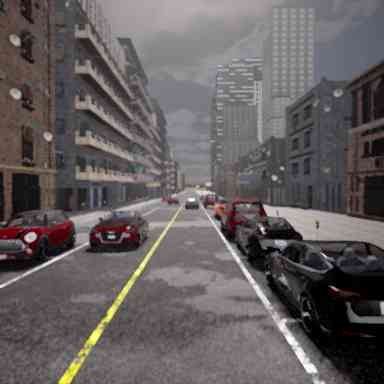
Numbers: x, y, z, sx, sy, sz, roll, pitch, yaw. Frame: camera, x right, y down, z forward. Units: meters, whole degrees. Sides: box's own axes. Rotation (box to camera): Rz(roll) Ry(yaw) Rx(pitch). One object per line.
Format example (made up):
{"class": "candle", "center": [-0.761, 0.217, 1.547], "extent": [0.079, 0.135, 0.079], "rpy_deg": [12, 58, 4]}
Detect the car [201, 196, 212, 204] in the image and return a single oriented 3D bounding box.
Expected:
{"class": "car", "center": [2.676, 1.396, 62.239], "extent": [2.008, 1.369, 4.403], "rpy_deg": [-1, 0, 0]}

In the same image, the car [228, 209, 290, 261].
{"class": "car", "center": [2.643, 1.539, 12.022], "extent": [1.947, 1.339, 4.313], "rpy_deg": [-1, 0, 0]}

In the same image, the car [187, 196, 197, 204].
{"class": "car", "center": [-0.005, 1.449, 61.222], "extent": [1.895, 1.301, 4.718], "rpy_deg": [0, 0, 0]}

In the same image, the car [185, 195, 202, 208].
{"class": "car", "center": [0.018, 1.440, 44.912], "extent": [2.033, 1.411, 5.357], "rpy_deg": [0, 0, 0]}

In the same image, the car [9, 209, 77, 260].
{"class": "car", "center": [-5.706, 1.414, 11.971], "extent": [1.967, 1.590, 4.097], "rpy_deg": [-1, 0, 0]}

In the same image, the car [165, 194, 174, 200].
{"class": "car", "center": [-5.711, 1.324, 84.513], "extent": [1.887, 1.381, 4.507], "rpy_deg": [-1, 0, 0]}

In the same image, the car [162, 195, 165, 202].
{"class": "car", "center": [-5.709, 1.396, 73.353], "extent": [1.802, 1.307, 4.206], "rpy_deg": [-1, 0, 0]}

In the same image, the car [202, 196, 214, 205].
{"class": "car", "center": [2.662, 1.386, 56.830], "extent": [1.752, 1.417, 4.829], "rpy_deg": [-1, 0, 0]}

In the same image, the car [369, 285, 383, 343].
{"class": "car", "center": [2.677, 1.558, 0.871], "extent": [2.008, 1.369, 4.403], "rpy_deg": [-1, 0, 0]}

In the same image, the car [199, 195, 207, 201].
{"class": "car", "center": [2.670, 1.378, 78.979], "extent": [1.802, 1.307, 4.206], "rpy_deg": [-1, 0, 0]}

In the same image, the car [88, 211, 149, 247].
{"class": "car", "center": [-3.101, 1.531, 14.773], "extent": [1.994, 1.385, 4.181], "rpy_deg": [0, 0, 0]}

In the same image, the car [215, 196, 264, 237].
{"class": "car", "center": [2.638, 1.275, 17.601], "extent": [2.192, 1.841, 5.009], "rpy_deg": [-1, 0, 0]}

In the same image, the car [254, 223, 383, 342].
{"class": "car", "center": [2.644, 1.552, 6.443], "extent": [1.947, 1.339, 4.313], "rpy_deg": [-1, 0, 0]}

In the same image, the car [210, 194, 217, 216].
{"class": "car", "center": [2.997, 1.285, 28.635], "extent": [2.097, 1.767, 4.553], "rpy_deg": [0, 0, 0]}

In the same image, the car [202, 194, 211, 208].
{"class": "car", "center": [2.635, 1.206, 45.500], "extent": [2.192, 1.841, 5.009], "rpy_deg": [-1, 0, 0]}

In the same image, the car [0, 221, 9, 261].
{"class": "car", "center": [-5.704, 1.512, 6.221], "extent": [1.752, 1.417, 4.829], "rpy_deg": [-1, 0, 0]}

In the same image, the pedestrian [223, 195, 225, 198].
{"class": "pedestrian", "center": [2.997, 1.221, 31.426], "extent": [0.375, 1.860, 0.375], "rpy_deg": [-1, 1, 0]}

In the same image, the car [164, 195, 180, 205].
{"class": "car", "center": [-3.067, 1.465, 55.387], "extent": [1.895, 1.301, 4.718], "rpy_deg": [0, 0, 0]}
